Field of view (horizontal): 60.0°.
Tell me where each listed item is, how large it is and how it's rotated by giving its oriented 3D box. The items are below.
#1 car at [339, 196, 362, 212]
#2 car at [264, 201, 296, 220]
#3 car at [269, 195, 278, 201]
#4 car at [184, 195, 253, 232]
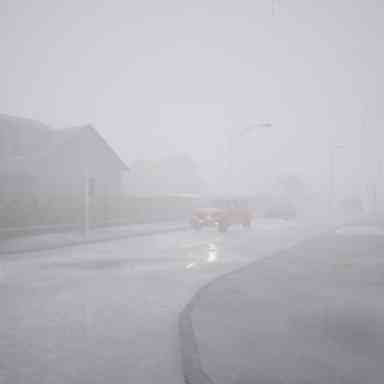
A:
[{"bbox_3d":[22.192,1.647,46.572,2.150,2.045,5.566,0,-1,16],"label":"car"},{"bbox_3d":[8.257,1.830,30.988,1.994,1.385,4.181,0,-1,34],"label":"car"},{"bbox_3d":[16.971,1.595,72.071,3.866,1.878,1.905,0,0,-21],"label":"car"},{"bbox_3d":[2.062,1.399,21.789,2.150,2.045,5.566,0,-1,34],"label":"car"}]
